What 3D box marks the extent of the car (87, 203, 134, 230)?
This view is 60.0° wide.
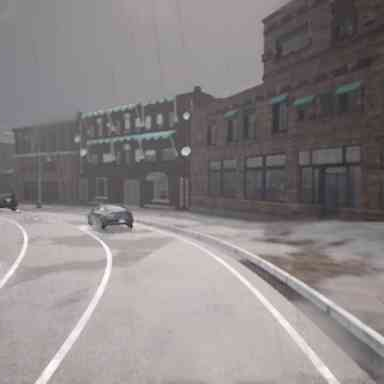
[{"bbox_3d":[-5.026,1.417,20.292,1.812,1.442,4.674,0,1,-31],"label":"car"}]

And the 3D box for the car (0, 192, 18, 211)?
[{"bbox_3d":[-20.341,0.971,34.736,5.566,2.045,2.150,1,1,38],"label":"car"}]
